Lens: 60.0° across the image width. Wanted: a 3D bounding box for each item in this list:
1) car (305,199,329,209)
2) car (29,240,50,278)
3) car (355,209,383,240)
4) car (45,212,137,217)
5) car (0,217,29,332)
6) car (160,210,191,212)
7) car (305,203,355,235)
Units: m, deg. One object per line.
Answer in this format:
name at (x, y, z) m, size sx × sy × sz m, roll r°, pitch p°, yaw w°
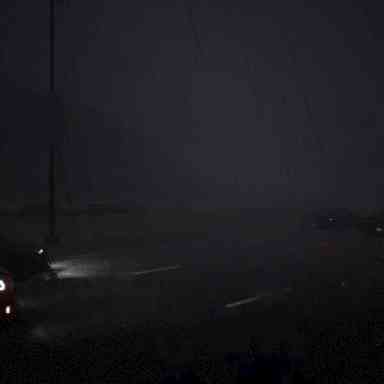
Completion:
car at (18.795, 1.740, 49.913) m, size 1.994 × 1.385 × 4.181 m, roll 0°, pitch 0°, yaw 41°
car at (-5.840, 1.574, 8.287) m, size 4.181 × 1.385 × 1.994 m, roll 0°, pitch 0°, yaw -36°
car at (10.266, 1.544, 16.504) m, size 5.008 × 1.535 × 1.882 m, roll 0°, pitch 0°, yaw -40°
car at (-6.374, 1.537, 21.229) m, size 4.902 × 1.511 × 2.128 m, roll 0°, pitch 0°, yaw -38°
car at (-4.980, 1.354, 4.602) m, size 4.553 × 1.767 × 2.097 m, roll 0°, pitch 0°, yaw -35°
car at (-1.961, 1.594, 38.657) m, size 4.902 × 1.511 × 2.128 m, roll 0°, pitch 0°, yaw -43°
car at (8.389, 1.597, 19.508) m, size 4.674 × 1.442 × 1.812 m, roll 0°, pitch 0°, yaw -41°
